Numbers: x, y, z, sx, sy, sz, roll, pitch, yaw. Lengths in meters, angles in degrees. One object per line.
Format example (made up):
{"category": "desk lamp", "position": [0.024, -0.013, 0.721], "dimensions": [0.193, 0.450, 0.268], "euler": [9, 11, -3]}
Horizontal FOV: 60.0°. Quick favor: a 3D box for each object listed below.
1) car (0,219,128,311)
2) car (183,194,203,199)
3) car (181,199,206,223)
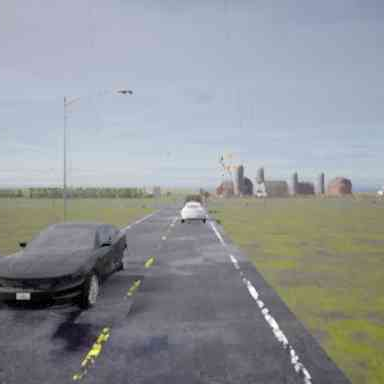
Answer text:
{"category": "car", "position": [-2.845, 1.483, 8.107], "dimensions": [1.882, 1.535, 5.008], "euler": [0, 0, 0]}
{"category": "car", "position": [0.118, 1.249, 39.584], "dimensions": [2.150, 2.045, 5.566], "euler": [0, 0, 0]}
{"category": "car", "position": [0.111, 1.544, 25.878], "dimensions": [1.812, 1.442, 4.674], "euler": [0, 0, 0]}
